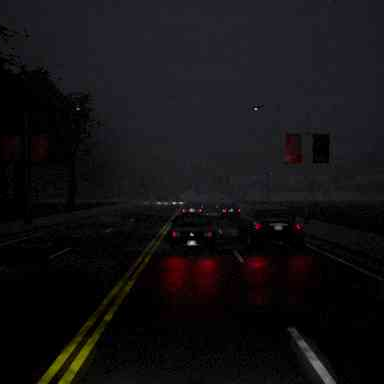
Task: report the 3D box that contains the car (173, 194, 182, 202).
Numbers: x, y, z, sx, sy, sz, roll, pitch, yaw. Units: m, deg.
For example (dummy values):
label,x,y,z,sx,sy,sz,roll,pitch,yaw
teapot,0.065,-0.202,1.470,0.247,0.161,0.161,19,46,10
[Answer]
label,x,y,z,sx,sy,sz,roll,pitch,yaw
car,-3.249,1.358,75.361,2.097,1.767,4.553,0,0,0

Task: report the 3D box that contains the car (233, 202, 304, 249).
label,x,y,z,sx,sy,sz,roll,pitch,yaw
car,3.250,1.365,14.623,2.097,1.767,4.553,0,0,0

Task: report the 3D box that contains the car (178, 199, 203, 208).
label,x,y,z,sx,sy,sz,roll,pitch,yaw
car,0.001,1.569,29.656,2.033,1.411,5.357,0,0,0

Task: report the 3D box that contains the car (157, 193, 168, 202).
label,x,y,z,sx,sy,sz,roll,pitch,yaw
car,-6.499,1.224,74.745,2.150,2.045,5.566,0,0,0

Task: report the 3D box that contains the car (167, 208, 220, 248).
label,x,y,z,sx,sy,sz,roll,pitch,yaw
car,0.000,1.615,14.683,1.895,1.301,4.718,0,0,0

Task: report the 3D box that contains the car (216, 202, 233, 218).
label,x,y,z,sx,sy,sz,roll,pitch,yaw
car,3.251,1.569,29.656,2.033,1.411,5.357,0,0,0
